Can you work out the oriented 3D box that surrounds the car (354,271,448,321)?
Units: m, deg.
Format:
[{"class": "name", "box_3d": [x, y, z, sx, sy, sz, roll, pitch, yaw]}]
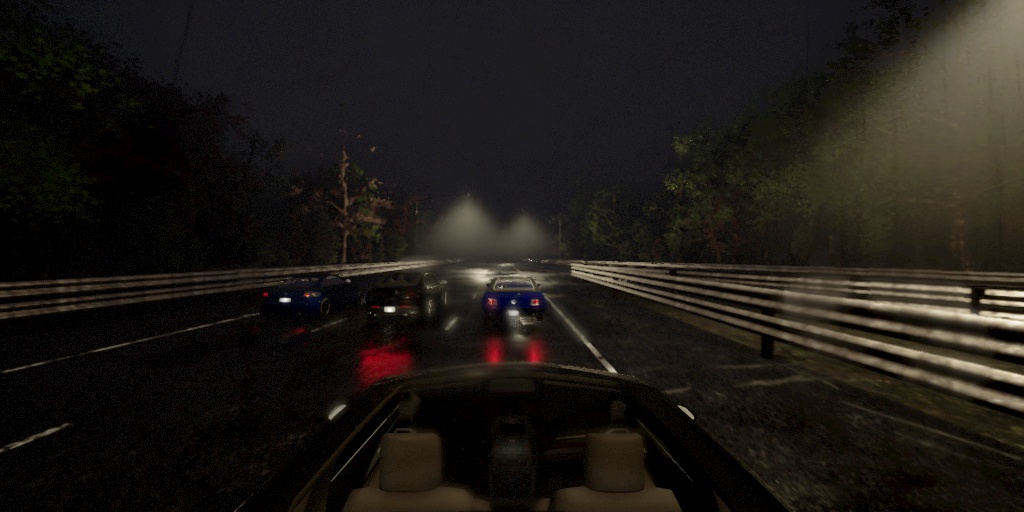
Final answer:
[{"class": "car", "box_3d": [-3.457, 1.258, 12.513, 1.837, 1.490, 4.892, 0, 0, 0]}]

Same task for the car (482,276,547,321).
[{"class": "car", "box_3d": [0.046, 1.353, 12.464, 1.895, 1.301, 4.718, 0, 0, 0]}]

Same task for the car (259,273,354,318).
[{"class": "car", "box_3d": [-6.962, 1.319, 12.979, 1.994, 1.385, 4.181, 0, 0, 0]}]
